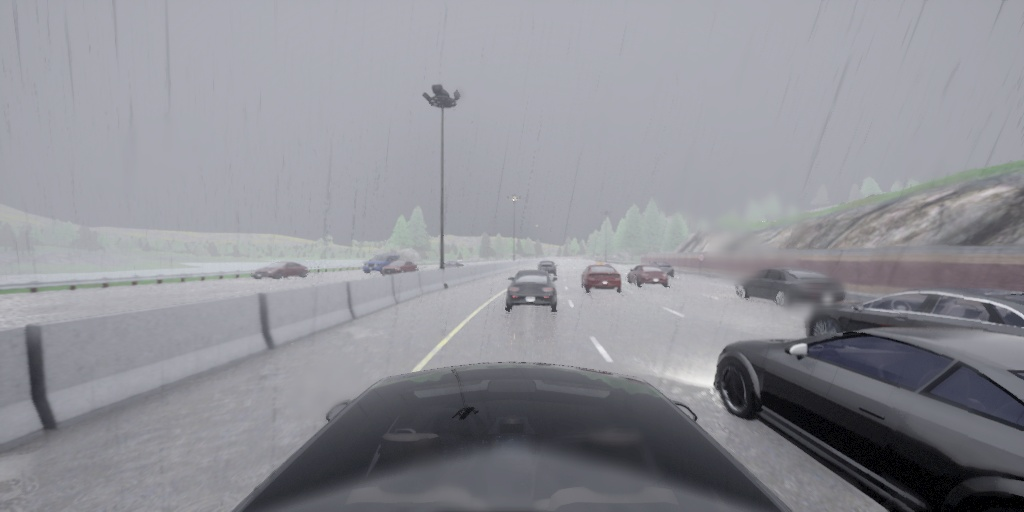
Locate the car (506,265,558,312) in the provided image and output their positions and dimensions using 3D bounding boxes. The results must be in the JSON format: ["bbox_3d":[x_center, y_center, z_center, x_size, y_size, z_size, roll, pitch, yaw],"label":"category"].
[{"bbox_3d":[0.821,1.264,14.203,1.812,1.442,4.674,0,0,5],"label":"car"}]

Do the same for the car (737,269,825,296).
[{"bbox_3d":[11.458,1.275,15.135,1.837,1.490,4.892,0,0,6],"label":"car"}]

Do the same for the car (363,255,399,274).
[{"bbox_3d":[-13.924,0.883,38.945,2.150,2.045,5.566,0,0,8],"label":"car"}]

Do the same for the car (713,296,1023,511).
[{"bbox_3d":[3.715,1.324,3.197,1.994,1.385,4.181,0,0,1],"label":"car"}]

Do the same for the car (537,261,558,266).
[{"bbox_3d":[3.532,1.226,35.990,1.837,1.490,4.892,0,0,8],"label":"car"}]

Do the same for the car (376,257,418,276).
[{"bbox_3d":[-10.902,1.155,35.149,1.882,1.535,5.008,0,0,8],"label":"car"}]

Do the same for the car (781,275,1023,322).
[{"bbox_3d":[7.271,1.260,5.820,2.128,1.511,4.902,0,0,2],"label":"car"}]

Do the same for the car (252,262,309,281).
[{"bbox_3d":[-18.745,1.185,29.328,1.812,1.442,4.674,0,0,8],"label":"car"}]

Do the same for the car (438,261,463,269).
[{"bbox_3d":[-6.742,1.249,39.835,1.994,1.385,4.181,0,0,8],"label":"car"}]

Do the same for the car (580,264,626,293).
[{"bbox_3d":[5.096,1.221,20.938,1.882,1.535,5.008,0,0,7],"label":"car"}]

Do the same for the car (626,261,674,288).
[{"bbox_3d":[8.996,1.278,23.976,1.812,1.442,4.674,0,0,7],"label":"car"}]
